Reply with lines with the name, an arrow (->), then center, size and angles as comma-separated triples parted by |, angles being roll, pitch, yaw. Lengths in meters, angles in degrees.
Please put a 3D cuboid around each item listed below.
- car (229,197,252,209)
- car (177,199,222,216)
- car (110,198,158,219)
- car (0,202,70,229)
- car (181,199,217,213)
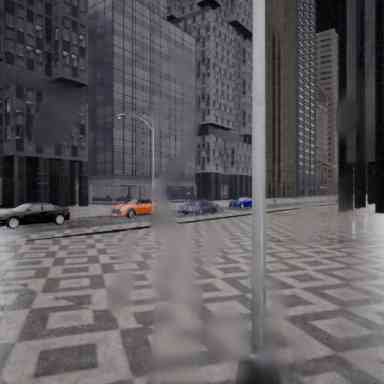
car -> 6.884, 1.419, 45.601 | 1.882, 1.535, 5.008 | 0, 0, 38
car -> 0.800, 1.508, 31.953 | 2.033, 1.411, 5.357 | 0, 0, 36
car -> -5.036, 1.320, 29.392 | 2.097, 1.767, 4.553 | 0, 0, 36
car -> -10.527, 1.458, 21.890 | 1.882, 1.535, 5.008 | 0, 0, 36
car -> 0.864, 1.519, 37.453 | 1.994, 1.385, 4.181 | 0, 0, 36
